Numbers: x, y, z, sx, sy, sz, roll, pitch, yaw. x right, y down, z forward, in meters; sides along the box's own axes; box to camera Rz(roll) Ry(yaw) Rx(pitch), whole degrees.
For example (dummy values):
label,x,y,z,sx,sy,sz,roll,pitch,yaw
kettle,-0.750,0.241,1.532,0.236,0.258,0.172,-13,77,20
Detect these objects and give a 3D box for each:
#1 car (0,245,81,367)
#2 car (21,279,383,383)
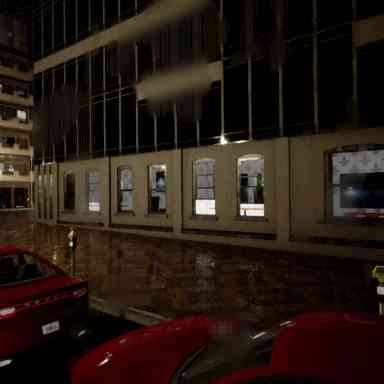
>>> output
label,x,y,z,sx,sy,sz,roll,pitch,yaw
car,-3.561,1.546,5.414,4.507,1.381,1.887,0,-1,35
car,1.016,1.545,2.158,4.507,1.381,1.887,0,-1,35
